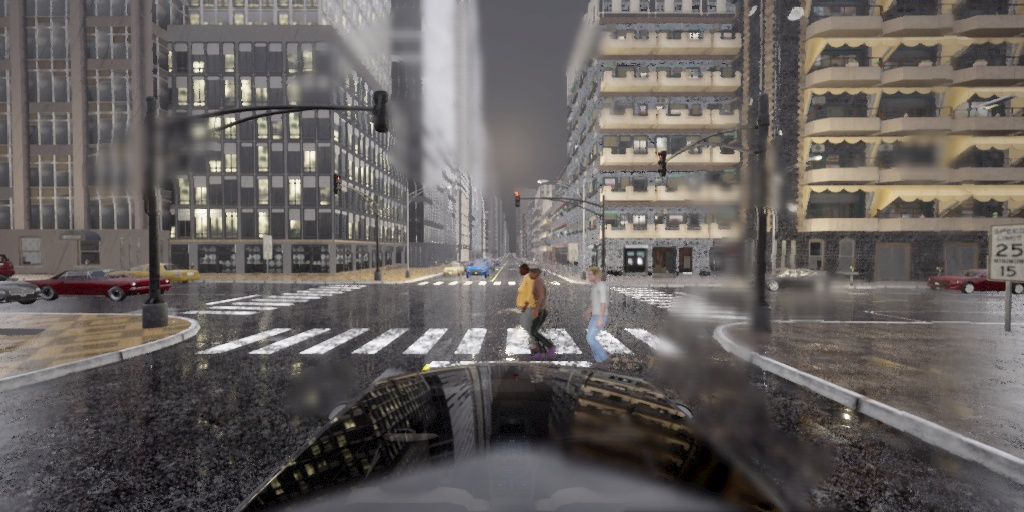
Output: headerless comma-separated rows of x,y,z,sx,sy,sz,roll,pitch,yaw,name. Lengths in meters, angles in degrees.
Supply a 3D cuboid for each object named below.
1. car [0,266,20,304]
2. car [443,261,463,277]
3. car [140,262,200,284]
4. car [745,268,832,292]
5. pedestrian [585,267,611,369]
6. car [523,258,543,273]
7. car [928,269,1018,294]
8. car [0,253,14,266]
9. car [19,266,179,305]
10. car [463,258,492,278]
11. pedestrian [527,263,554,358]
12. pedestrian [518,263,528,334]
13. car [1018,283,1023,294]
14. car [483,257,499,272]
-20.309,1.203,13.322,4.403,1.370,2.007,0,0,1,car
-5.757,1.262,35.832,1.751,1.417,4.829,0,0,0,car
-21.706,1.028,21.653,4.829,1.417,1.751,0,0,1,car
16.271,1.374,21.229,4.403,1.370,2.007,0,0,1,car
1.568,1.042,6.344,0.375,1.860,0.375,-1,1,0,pedestrian
2.612,1.286,41.673,2.007,1.370,4.403,0,0,0,car
27.336,1.460,21.095,4.507,1.381,1.888,0,0,1,car
-33.653,0.711,21.834,5.009,1.841,2.192,0,0,1,car
-18.052,1.230,15.845,4.718,1.301,1.895,0,1,1,car
-3.154,1.215,33.639,1.882,1.535,5.008,0,0,-1,car
0.544,1.042,6.935,0.375,1.860,0.375,-1,1,0,pedestrian
0.386,1.042,7.582,0.375,1.860,0.375,-1,1,0,pedestrian
21.694,1.575,12.783,4.313,1.339,1.948,0,0,1,car
-3.177,1.224,47.089,2.128,1.511,4.902,0,0,0,car
